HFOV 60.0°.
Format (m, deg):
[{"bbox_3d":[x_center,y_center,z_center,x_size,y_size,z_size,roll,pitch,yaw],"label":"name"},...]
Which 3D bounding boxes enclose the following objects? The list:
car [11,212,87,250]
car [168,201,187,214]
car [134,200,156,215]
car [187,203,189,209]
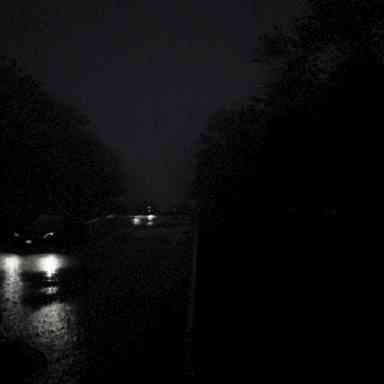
[{"bbox_3d":[-6.254,1.671,15.172,1.812,1.442,4.674,0,-1,1],"label":"car"},{"bbox_3d":[-1.988,2.007,42.517,1.882,1.535,5.008,0,-1,1],"label":"car"},{"bbox_3d":[-5.671,1.825,40.623,2.097,1.767,4.553,0,-1,2],"label":"car"},{"bbox_3d":[-1.709,2.204,55.856,1.837,1.490,4.892,0,-1,1],"label":"car"}]
